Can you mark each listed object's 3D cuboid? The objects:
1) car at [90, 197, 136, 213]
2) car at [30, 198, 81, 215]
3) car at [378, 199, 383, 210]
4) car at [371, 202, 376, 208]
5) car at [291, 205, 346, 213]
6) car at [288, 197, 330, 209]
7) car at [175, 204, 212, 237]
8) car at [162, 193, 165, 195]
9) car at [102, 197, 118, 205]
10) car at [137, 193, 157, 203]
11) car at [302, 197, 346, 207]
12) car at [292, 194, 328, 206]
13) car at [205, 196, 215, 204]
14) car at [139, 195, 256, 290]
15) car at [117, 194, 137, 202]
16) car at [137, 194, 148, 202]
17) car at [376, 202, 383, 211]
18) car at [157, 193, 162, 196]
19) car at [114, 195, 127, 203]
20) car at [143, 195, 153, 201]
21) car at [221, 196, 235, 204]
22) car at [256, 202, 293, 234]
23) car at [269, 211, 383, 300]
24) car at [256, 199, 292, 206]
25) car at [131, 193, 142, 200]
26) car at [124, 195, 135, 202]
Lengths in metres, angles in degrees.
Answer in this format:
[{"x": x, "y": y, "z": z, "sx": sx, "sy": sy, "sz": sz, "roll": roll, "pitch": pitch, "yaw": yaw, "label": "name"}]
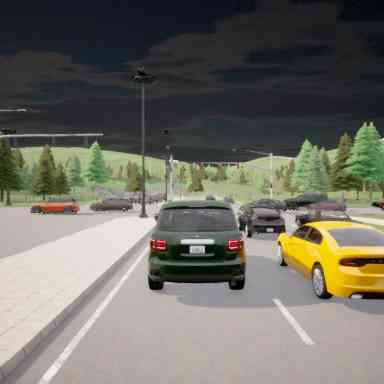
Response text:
[{"x": -8.928, "y": 1.525, "z": 36.945, "sx": 4.674, "sy": 1.442, "sz": 1.812, "roll": 0, "pitch": 0, "yaw": -4, "label": "car"}, {"x": -13.605, "y": 1.351, "z": 33.167, "sx": 4.553, "sy": 1.767, "sz": 2.097, "roll": 0, "pitch": 0, "yaw": -2, "label": "car"}, {"x": 26.032, "y": 1.600, "z": 41.339, "sx": 4.718, "sy": 1.301, "sz": 1.895, "roll": 0, "pitch": 0, "yaw": 1, "label": "car"}, {"x": 26.842, "y": 1.600, "z": 44.830, "sx": 4.718, "sy": 1.301, "sz": 1.895, "roll": 0, "pitch": 0, "yaw": 1, "label": "car"}, {"x": 7.080, "y": 1.601, "z": 17.864, "sx": 1.895, "sy": 1.301, "sz": 4.718, "roll": 0, "pitch": 0, "yaw": 0, "label": "car"}, {"x": 15.784, "y": 1.477, "z": 45.050, "sx": 5.008, "sy": 1.535, "sz": 1.882, "roll": 0, "pitch": 0, "yaw": 3, "label": "car"}, {"x": 0.079, "y": 1.505, "z": 19.069, "sx": 1.837, "sy": 1.490, "sz": 4.892, "roll": 0, "pitch": 0, "yaw": 0, "label": "car"}, {"x": -8.102, "y": 1.552, "z": 78.126, "sx": 1.994, "sy": 1.385, "sz": 4.181, "roll": 0, "pitch": 0, "yaw": 0, "label": "car"}, {"x": -15.132, "y": 1.563, "z": 61.615, "sx": 1.994, "sy": 1.385, "sz": 4.181, "roll": 0, "pitch": 0, "yaw": 0, "label": "car"}, {"x": -8.142, "y": 1.491, "z": 60.537, "sx": 2.128, "sy": 1.511, "sz": 4.902, "roll": 0, "pitch": 0, "yaw": 0, "label": "car"}, {"x": 15.300, "y": 1.564, "z": 37.967, "sx": 4.181, "sy": 1.385, "sz": 1.994, "roll": 0, "pitch": 0, "yaw": 1, "label": "car"}, {"x": 14.399, "y": 1.223, "z": 41.651, "sx": 5.566, "sy": 2.045, "sz": 2.150, "roll": 0, "pitch": 0, "yaw": 4, "label": "car"}, {"x": 3.505, "y": 1.504, "z": 65.587, "sx": 1.837, "sy": 1.490, "sz": 4.892, "roll": 0, "pitch": 0, "yaw": 0, "label": "car"}, {"x": 0.091, "y": 1.221, "z": 9.212, "sx": 2.150, "sy": 2.045, "sz": 5.566, "roll": 0, "pitch": 0, "yaw": 0, "label": "car"}, {"x": -11.687, "y": 1.525, "z": 60.189, "sx": 1.812, "sy": 1.442, "sz": 4.674, "roll": 0, "pitch": 0, "yaw": 1, "label": "car"}, {"x": -11.602, "y": 1.354, "z": 78.146, "sx": 2.097, "sy": 1.767, "sz": 4.553, "roll": 0, "pitch": 0, "yaw": 0, "label": "car"}, {"x": 22.292, "y": 1.504, "z": 34.380, "sx": 4.892, "sy": 1.490, "sz": 1.837, "roll": 0, "pitch": 0, "yaw": 1, "label": "car"}, {"x": -8.090, "y": 1.354, "z": 69.618, "sx": 2.097, "sy": 1.767, "sz": 4.553, "roll": 0, "pitch": 0, "yaw": 0, "label": "car"}, {"x": -15.091, "y": 1.499, "z": 70.287, "sx": 1.837, "sy": 1.490, "sz": 4.892, "roll": 0, "pitch": 0, "yaw": 0, "label": "car"}, {"x": -11.613, "y": 1.551, "z": 88.158, "sx": 1.994, "sy": 1.385, "sz": 4.181, "roll": 0, "pitch": 0, "yaw": 0, "label": "car"}, {"x": 7.037, "y": 1.546, "z": 65.412, "sx": 2.033, "sy": 1.411, "sz": 5.357, "roll": 0, "pitch": 0, "yaw": -1, "label": "car"}, {"x": 3.580, "y": 1.504, "z": 17.691, "sx": 1.837, "sy": 1.490, "sz": 4.892, "roll": 0, "pitch": 0, "yaw": 0, "label": "car"}, {"x": 3.589, "y": 1.478, "z": 8.466, "sx": 1.882, "sy": 1.535, "sz": 5.008, "roll": 0, "pitch": 0, "yaw": 0, "label": "car"}, {"x": 7.285, "y": 1.504, "z": 34.242, "sx": 4.892, "sy": 1.490, "sz": 1.837, "roll": 0, "pitch": 0, "yaw": -2, "label": "car"}, {"x": -15.106, "y": 1.223, "z": 91.217, "sx": 2.150, "sy": 2.045, "sz": 5.566, "roll": 0, "pitch": 0, "yaw": 0, "label": "car"}, {"x": -15.105, "y": 1.477, "z": 80.675, "sx": 1.882, "sy": 1.535, "sz": 5.008, "roll": 0, "pitch": 0, "yaw": 0, "label": "car"}]
